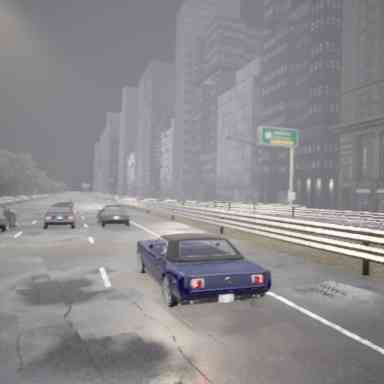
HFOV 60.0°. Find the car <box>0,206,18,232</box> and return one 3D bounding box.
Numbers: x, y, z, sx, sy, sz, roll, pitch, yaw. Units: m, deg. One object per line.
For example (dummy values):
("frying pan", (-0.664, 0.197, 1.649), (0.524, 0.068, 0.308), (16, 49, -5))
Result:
("car", (-11.479, 1.491, 19.315), (1.994, 1.385, 4.181), (1, 0, -20))

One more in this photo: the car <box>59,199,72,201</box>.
("car", (-14.076, 1.519, 37.069), (2.128, 1.511, 4.902), (1, 0, -19))

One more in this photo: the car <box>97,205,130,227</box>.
("car", (-5.668, 1.646, 23.860), (1.994, 1.385, 4.181), (1, 0, -20))

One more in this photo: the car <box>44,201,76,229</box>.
("car", (-8.597, 1.551, 21.698), (2.033, 1.411, 5.357), (1, -1, -21))

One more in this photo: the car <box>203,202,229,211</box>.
("car", (3.702, 2.195, 51.342), (2.033, 1.411, 5.357), (1, 0, -38))

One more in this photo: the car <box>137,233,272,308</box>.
("car", (-0.102, 1.665, 8.204), (1.895, 1.301, 4.718), (1, -1, -20))
